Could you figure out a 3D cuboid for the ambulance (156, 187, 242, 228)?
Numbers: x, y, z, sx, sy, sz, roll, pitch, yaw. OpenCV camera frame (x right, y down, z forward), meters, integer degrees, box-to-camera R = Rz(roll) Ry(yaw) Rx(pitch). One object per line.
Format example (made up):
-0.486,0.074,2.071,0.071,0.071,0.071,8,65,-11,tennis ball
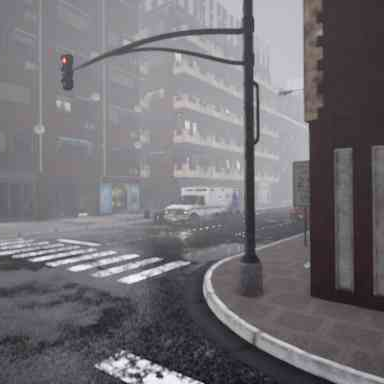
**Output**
0.826,0.904,22.127,2.351,2.431,6.366,-1,0,36,ambulance

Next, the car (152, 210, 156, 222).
-0.996,1.442,24.391,1.887,1.381,4.507,0,0,36,car

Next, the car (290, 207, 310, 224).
7.928,1.341,21.991,1.887,1.381,4.507,0,0,36,car
